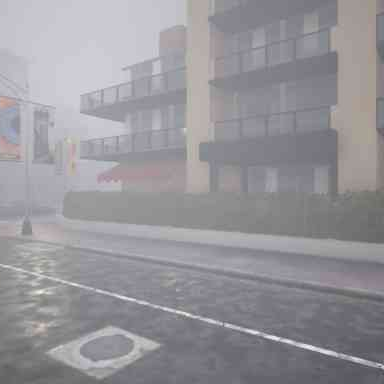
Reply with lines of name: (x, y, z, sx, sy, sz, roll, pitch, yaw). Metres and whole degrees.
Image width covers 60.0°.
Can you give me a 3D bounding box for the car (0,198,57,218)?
car: (-15.014, 1.547, 29.851, 2.033, 1.411, 5.357, 0, 0, 35)
